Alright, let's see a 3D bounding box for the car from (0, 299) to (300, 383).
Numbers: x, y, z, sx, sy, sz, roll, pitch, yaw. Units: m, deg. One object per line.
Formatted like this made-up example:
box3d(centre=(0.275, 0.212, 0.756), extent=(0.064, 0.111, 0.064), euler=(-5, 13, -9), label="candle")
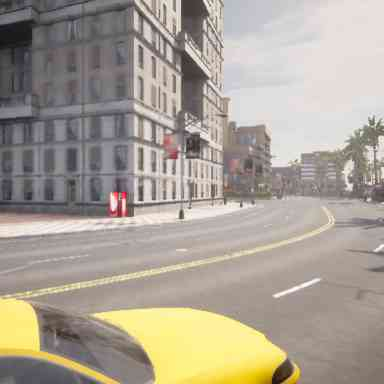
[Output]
box3d(centre=(-1.481, 1.448, 2.223), extent=(5.366, 1.575, 1.801), euler=(0, 0, -36), label="car")
